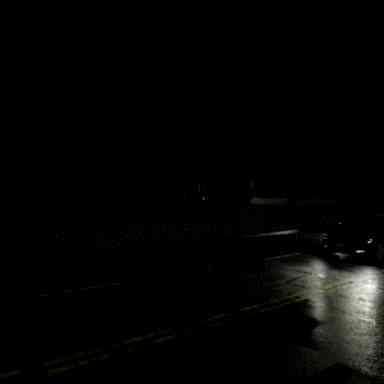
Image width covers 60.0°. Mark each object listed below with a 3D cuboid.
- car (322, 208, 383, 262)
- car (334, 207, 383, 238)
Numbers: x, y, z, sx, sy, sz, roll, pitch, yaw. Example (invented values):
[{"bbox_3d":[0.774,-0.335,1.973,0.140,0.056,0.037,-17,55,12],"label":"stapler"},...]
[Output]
[{"bbox_3d":[6.980,1.546,12.653,5.008,1.535,1.882,1,0,-35],"label":"car"},{"bbox_3d":[10.728,1.654,19.305,5.357,1.411,2.033,0,0,-35],"label":"car"}]
